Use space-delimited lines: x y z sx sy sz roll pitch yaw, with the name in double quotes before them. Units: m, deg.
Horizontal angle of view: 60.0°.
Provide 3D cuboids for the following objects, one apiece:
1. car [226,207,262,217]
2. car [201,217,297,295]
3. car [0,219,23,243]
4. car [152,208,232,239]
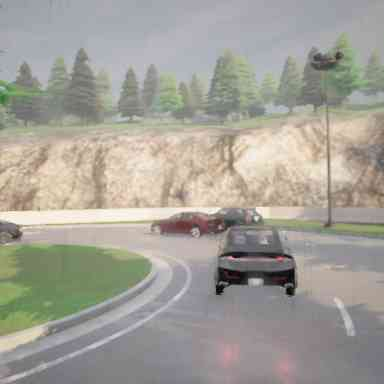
"car" 2.510 1.793 22.310 4.553 1.767 2.097 -2 -1 43
"car" 1.640 1.669 9.206 2.128 1.511 4.902 -1 -1 8
"car" -11.812 2.152 18.576 4.181 1.385 1.994 -1 -2 -18
"car" -0.332 1.922 20.359 5.008 1.535 1.882 -2 -2 39
